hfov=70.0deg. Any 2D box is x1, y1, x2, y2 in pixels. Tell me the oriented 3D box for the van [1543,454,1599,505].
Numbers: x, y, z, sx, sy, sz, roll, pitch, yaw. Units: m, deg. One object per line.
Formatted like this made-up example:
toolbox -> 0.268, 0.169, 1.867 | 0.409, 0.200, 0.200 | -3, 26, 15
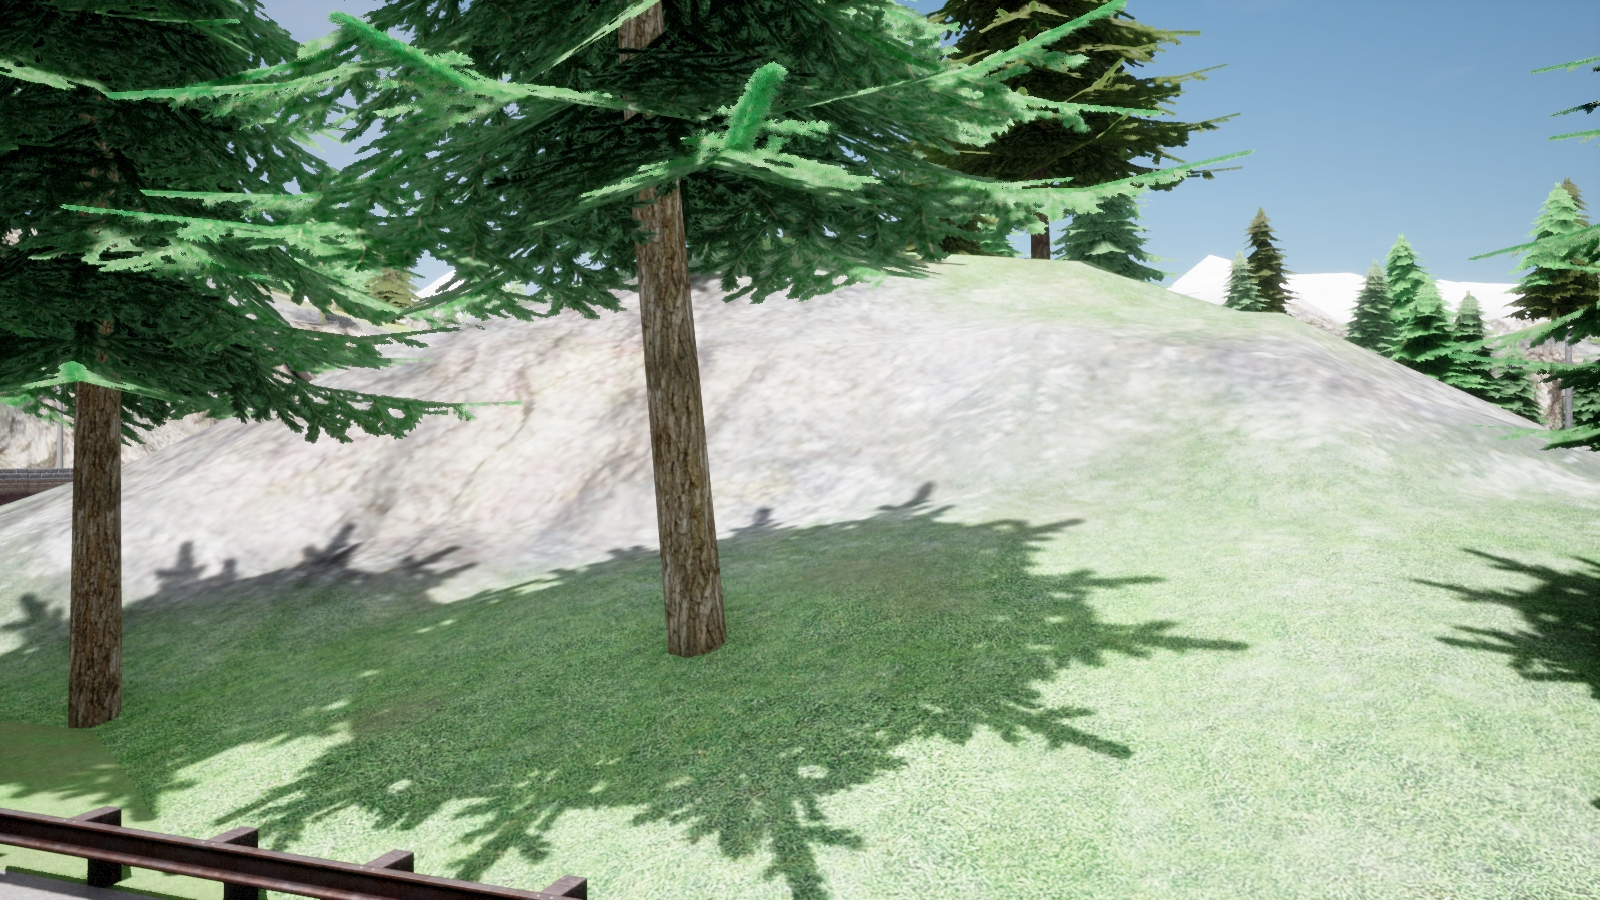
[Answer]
van -> 41.536, 1.520, 60.872 | 1.988, 2.561, 5.915 | 0, 0, 20
